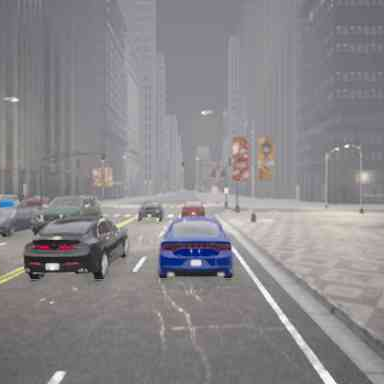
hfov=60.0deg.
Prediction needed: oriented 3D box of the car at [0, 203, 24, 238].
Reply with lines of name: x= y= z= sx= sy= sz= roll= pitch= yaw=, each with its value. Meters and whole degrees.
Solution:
car: x=-9.757 y=1.535 z=17.892 sx=2.033 sy=1.411 sz=5.357 roll=0 pitch=0 yaw=0

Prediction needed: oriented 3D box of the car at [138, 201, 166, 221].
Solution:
car: x=-3.230 y=1.489 z=26.919 sx=1.837 sy=1.490 sz=4.892 roll=0 pitch=0 yaw=-2

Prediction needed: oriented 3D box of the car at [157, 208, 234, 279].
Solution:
car: x=0.100 y=1.470 z=10.050 sx=1.882 sy=1.535 sz=5.008 roll=0 pitch=0 yaw=0

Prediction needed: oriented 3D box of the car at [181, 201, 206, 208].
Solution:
car: x=0.124 y=1.461 z=27.810 sx=1.882 sy=1.535 sz=5.008 roll=0 pitch=0 yaw=0

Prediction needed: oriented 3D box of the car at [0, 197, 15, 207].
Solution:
car: x=-26.275 y=1.311 z=44.402 sx=4.313 sy=1.339 sz=1.947 roll=1 pitch=0 yaw=0

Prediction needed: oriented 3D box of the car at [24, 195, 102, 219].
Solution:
car: x=-6.506 y=1.213 z=18.007 sx=2.150 sy=2.045 sz=5.566 roll=0 pitch=0 yaw=0

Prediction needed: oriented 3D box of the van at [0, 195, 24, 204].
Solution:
van: x=-20.677 y=1.206 z=35.859 sx=3.998 sy=1.788 sz=1.690 roll=1 pitch=0 yaw=0

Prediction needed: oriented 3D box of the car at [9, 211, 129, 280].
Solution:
car: x=-3.149 y=1.492 z=9.931 sx=1.837 sy=1.490 sz=4.892 roll=0 pitch=-1 yaw=0
